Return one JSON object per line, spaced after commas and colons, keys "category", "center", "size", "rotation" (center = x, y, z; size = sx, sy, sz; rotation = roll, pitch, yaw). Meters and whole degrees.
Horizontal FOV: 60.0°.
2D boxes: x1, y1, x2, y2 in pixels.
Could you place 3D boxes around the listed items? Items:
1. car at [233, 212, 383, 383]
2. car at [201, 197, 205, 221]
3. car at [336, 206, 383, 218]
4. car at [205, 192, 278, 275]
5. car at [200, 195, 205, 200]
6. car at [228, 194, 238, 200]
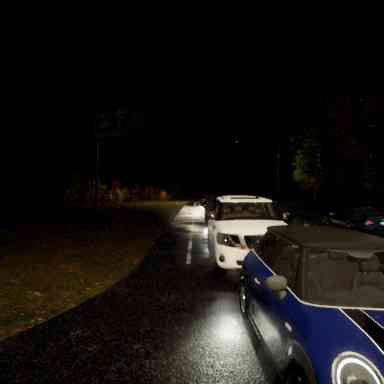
{"category": "car", "center": [1.932, 1.338, 4.208], "size": [2.097, 1.767, 4.553], "rotation": [0, 0, -1]}
{"category": "car", "center": [1.805, 1.354, 22.800], "size": [1.882, 1.535, 5.008], "rotation": [0, 0, 1]}
{"category": "car", "center": [8.707, 1.453, 17.542], "size": [2.033, 1.411, 5.357], "rotation": [0, 0, 1]}
{"category": "car", "center": [1.654, 1.160, 10.552], "size": [2.150, 2.045, 5.566], "rotation": [0, 0, 1]}
{"category": "car", "center": [2.183, 1.255, 48.236], "size": [1.837, 1.490, 4.892], "rotation": [0, 0, 1]}
{"category": "car", "center": [9.533, 1.185, 77.864], "size": [1.895, 1.301, 4.718], "rotation": [0, 0, 1]}
